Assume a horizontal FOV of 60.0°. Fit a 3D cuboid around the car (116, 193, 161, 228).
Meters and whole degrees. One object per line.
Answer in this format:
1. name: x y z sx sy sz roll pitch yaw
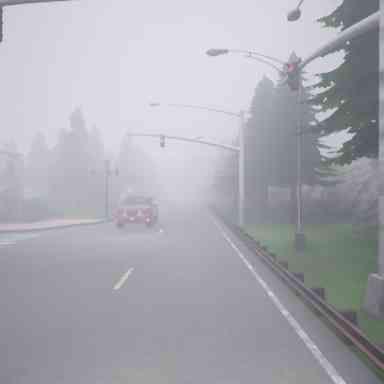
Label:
1. car: -3.536 1.227 22.342 2.150 2.045 5.566 0 0 0
